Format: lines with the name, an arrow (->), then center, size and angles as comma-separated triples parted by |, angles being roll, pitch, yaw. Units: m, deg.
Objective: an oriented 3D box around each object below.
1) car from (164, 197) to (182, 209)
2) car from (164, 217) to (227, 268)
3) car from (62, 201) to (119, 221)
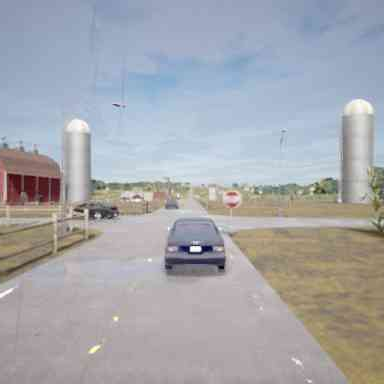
car -> -2.878, 1.712, 48.030 | 1.837, 1.490, 4.892 | 0, -1, 0
car -> 0.089, 1.553, 11.273 | 2.033, 1.411, 5.357 | 0, 0, 0
car -> -8.455, 1.554, 27.552 | 4.892, 1.490, 1.837 | 0, -1, 19
